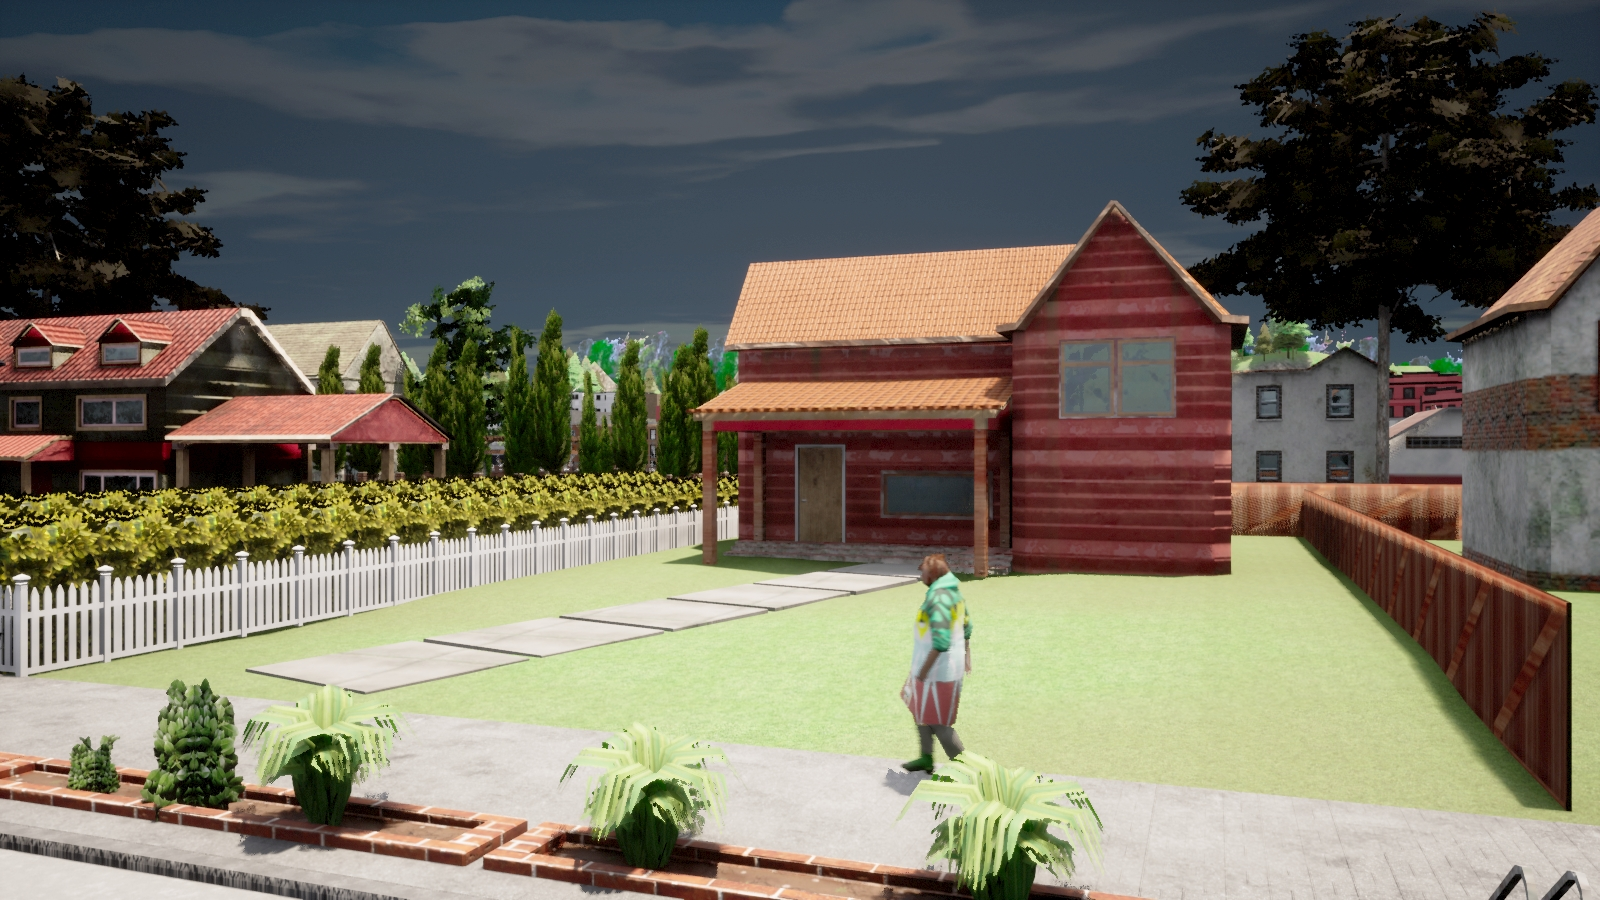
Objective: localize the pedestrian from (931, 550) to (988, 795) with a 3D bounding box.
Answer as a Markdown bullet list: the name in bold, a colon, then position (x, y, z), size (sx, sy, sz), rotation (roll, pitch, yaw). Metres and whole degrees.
- **pedestrian**: position (1.274, 1.744, 9.088), size (0.375, 1.860, 0.375), rotation (0, 0, 20)
